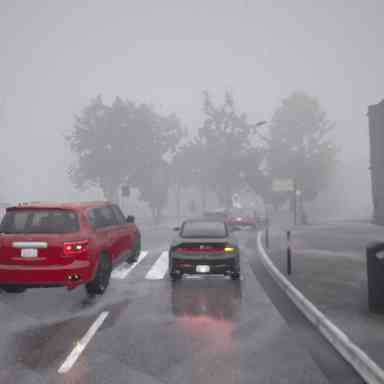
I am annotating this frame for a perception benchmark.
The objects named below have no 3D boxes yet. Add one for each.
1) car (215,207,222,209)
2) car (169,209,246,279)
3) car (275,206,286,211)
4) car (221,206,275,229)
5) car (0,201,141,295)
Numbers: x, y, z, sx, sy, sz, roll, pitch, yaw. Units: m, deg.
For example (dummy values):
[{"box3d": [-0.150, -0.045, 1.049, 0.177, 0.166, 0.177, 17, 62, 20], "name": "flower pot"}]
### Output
[{"box3d": [2.891, 1.952, 26.505, 1.882, 1.535, 5.008, -4, -5, 39], "name": "car"}, {"box3d": [0.434, 1.517, 10.154, 1.837, 1.490, 4.892, -1, 0, 4], "name": "car"}, {"box3d": [19.028, 3.980, 76.242, 4.902, 1.511, 2.128, -3, -6, 37], "name": "car"}, {"box3d": [3.915, 1.765, 22.536, 1.994, 1.385, 4.181, -3, -4, 29], "name": "car"}, {"box3d": [-2.919, 1.246, 8.937, 2.150, 2.045, 5.566, 0, 0, 3], "name": "car"}]
